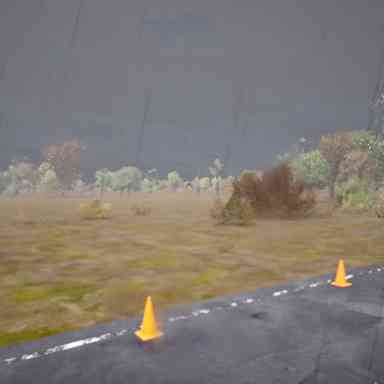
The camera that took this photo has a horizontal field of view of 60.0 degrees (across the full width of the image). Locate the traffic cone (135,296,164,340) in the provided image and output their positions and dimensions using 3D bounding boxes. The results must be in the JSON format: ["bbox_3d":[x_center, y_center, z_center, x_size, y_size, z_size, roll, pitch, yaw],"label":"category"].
[{"bbox_3d":[-0.666,1.937,5.216,0.340,0.580,0.340,0,0,-34],"label":"traffic cone"}]

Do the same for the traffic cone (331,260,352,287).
[{"bbox_3d":[3.595,1.925,8.002,0.340,0.580,0.340,0,0,-32],"label":"traffic cone"}]
